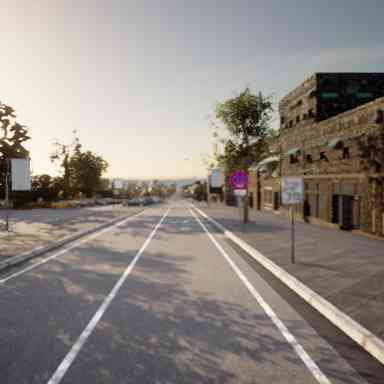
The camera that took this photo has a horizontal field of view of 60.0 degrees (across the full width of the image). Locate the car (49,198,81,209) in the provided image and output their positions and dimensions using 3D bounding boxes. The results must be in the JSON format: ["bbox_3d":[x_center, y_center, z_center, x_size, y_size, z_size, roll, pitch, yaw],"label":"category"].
[{"bbox_3d":[-24.376,2.412,63.084,5.008,1.535,2.097,-1,-1,-2],"label":"car"}]

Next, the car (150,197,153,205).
[{"bbox_3d":[-11.565,2.032,69.163,5.566,2.045,2.435,-1,-1,-2],"label":"car"}]

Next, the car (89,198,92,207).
[{"bbox_3d":[-24.712,2.569,71.431,4.674,1.452,2.002,-1,-1,-2],"label":"car"}]

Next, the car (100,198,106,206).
[{"bbox_3d":[-25.268,2.821,85.338,4.674,1.452,2.002,-1,-1,-2],"label":"car"}]

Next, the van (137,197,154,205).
[{"bbox_3d":[-12.442,2.409,88.762,4.442,1.987,1.878,-1,-1,-2],"label":"van"}]

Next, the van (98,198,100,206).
[{"bbox_3d":[-25.164,2.449,79.771,4.442,1.987,1.878,-1,-1,-2],"label":"van"}]

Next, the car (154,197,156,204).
[{"bbox_3d":[-11.899,2.170,77.566,5.566,2.045,2.435,-1,-1,-2],"label":"car"}]

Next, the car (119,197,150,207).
[{"bbox_3d":[-11.416,2.245,66.363,4.892,1.521,2.231,-1,-1,-2],"label":"car"}]

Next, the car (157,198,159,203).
[{"bbox_3d":[-12.432,2.687,91.564,5.008,1.535,2.097,-1,-1,-2],"label":"car"}]

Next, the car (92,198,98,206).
[{"bbox_3d":[-24.903,2.497,76.998,4.553,1.767,2.185,-1,-1,-2],"label":"car"}]

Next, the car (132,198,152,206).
[{"bbox_3d":[-11.950,2.345,80.364,4.553,1.767,2.185,-1,-1,-2],"label":"car"}]

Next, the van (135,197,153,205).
[{"bbox_3d":[-11.981,2.298,83.171,4.442,1.987,1.878,-1,-1,-2],"label":"van"}]

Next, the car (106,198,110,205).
[{"bbox_3d":[-25.200,2.829,88.129,5.366,1.575,1.946,-1,-1,-2],"label":"car"}]

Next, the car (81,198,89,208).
[{"bbox_3d":[-24.605,2.486,68.647,5.008,1.535,2.097,-1,-1,-2],"label":"car"}]
